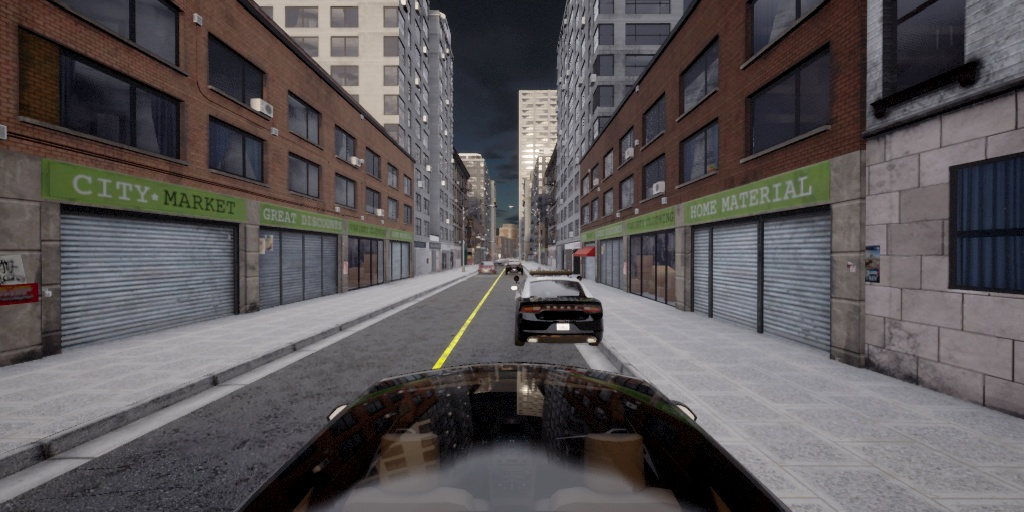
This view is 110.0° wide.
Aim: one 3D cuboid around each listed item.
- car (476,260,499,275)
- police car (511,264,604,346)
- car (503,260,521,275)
[{"bbox_3d":[-2.670,1.297,39.222,1.812,1.442,4.674,0,0,0],"label":"car"},{"bbox_3d":[1.005,1.176,9.557,1.930,1.638,5.238,0,0,0],"label":"police car"},{"bbox_3d":[0.258,1.248,38.884,1.882,1.535,5.008,0,0,0],"label":"car"}]
